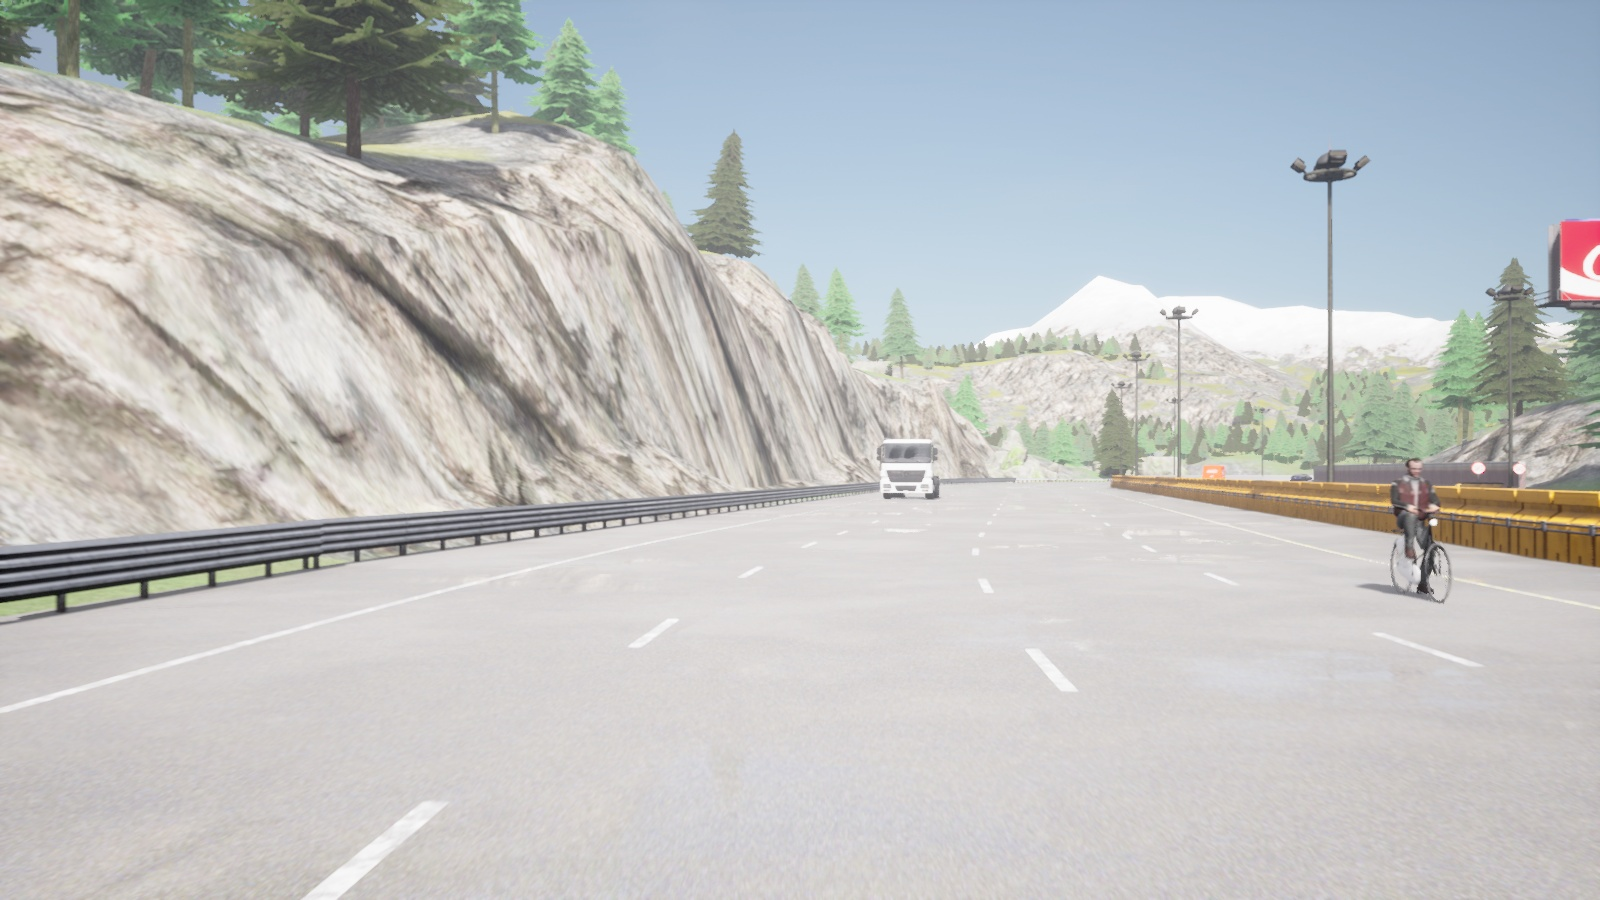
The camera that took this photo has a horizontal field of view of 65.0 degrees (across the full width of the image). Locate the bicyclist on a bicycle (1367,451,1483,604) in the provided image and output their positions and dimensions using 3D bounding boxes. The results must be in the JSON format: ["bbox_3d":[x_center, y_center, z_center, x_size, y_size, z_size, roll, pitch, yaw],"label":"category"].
[{"bbox_3d":[7.693,0.915,15.543,0.659,1.776,1.843,0,-1,5],"label":"bicyclist on a bicycle"}]

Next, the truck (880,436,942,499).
[{"bbox_3d":[6.481,1.019,72.374,2.891,3.462,7.936,0,-1,10],"label":"truck"}]
